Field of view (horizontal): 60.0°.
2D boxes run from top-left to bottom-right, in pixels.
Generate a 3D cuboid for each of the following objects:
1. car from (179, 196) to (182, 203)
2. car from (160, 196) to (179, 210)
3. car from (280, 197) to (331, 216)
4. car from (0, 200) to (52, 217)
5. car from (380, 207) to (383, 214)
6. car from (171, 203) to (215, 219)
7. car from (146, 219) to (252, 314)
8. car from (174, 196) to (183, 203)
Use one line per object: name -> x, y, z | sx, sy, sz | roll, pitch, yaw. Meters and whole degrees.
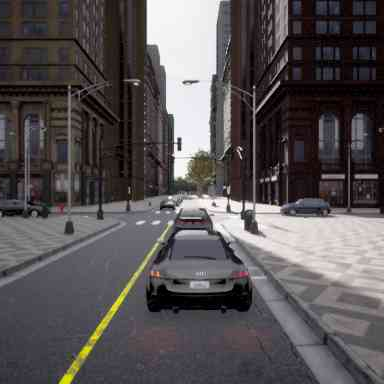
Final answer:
car -> -3.081, 1.487, 52.849 | 2.128, 1.511, 4.902 | 0, 0, 0
car -> -3.083, 1.541, 43.089 | 2.033, 1.411, 5.357 | 0, 0, 0
car -> 10.869, 1.384, 32.114 | 4.553, 1.767, 2.097 | 0, 0, 1
car -> -14.742, 1.450, 28.882 | 4.892, 1.490, 1.837 | 0, 0, -1
car -> 20.525, 1.625, 32.076 | 4.181, 1.385, 1.994 | 0, 0, 0
car -> 0.064, 1.502, 16.632 | 1.837, 1.490, 4.892 | 0, 0, 0
car -> 0.110, 1.563, 7.724 | 1.994, 1.385, 4.181 | 0, 0, -1
car -> -2.986, 1.539, 73.497 | 1.812, 1.442, 4.674 | 0, 0, 0
